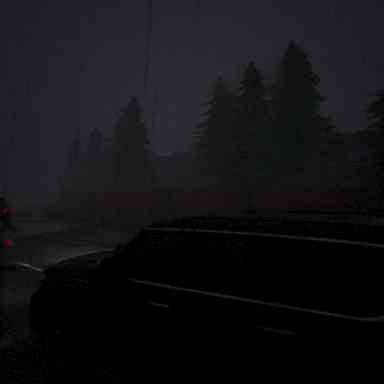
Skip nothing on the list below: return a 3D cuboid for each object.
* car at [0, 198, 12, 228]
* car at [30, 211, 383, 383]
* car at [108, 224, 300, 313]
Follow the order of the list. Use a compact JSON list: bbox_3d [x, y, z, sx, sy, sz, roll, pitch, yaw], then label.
[{"bbox_3d":[-14.086,1.414,23.048,2.150,2.045,5.566,0,0,-38],"label":"car"},{"bbox_3d":[0.400,1.246,3.831,5.566,2.045,2.150,0,0,37],"label":"car"},{"bbox_3d":[0.099,1.657,8.513,4.718,1.301,1.895,0,0,39],"label":"car"}]
